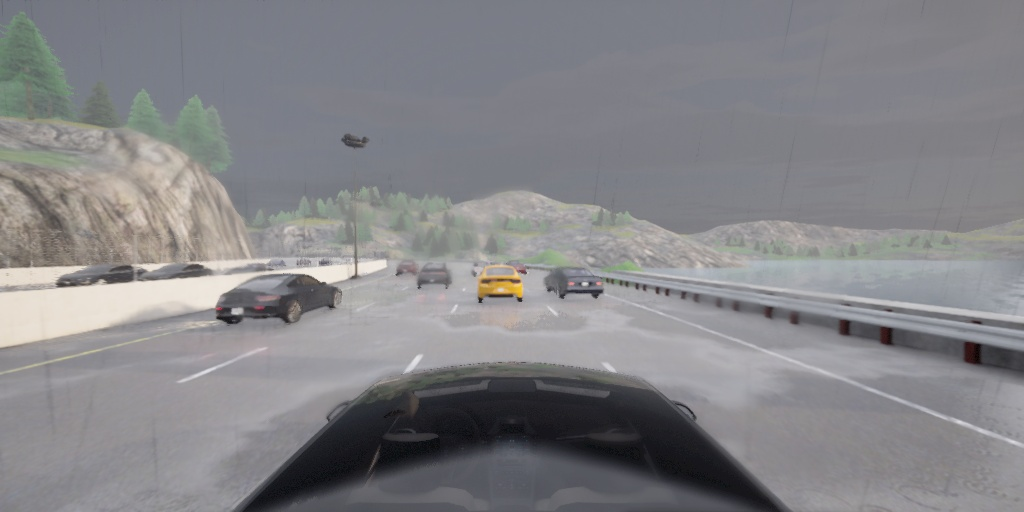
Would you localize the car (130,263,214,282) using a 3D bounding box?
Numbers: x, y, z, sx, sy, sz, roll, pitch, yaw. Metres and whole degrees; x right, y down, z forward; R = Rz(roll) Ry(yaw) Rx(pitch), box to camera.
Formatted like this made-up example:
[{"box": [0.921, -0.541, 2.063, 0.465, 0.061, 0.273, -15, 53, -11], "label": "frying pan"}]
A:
[{"box": [-22.787, 1.261, 24.593, 1.837, 1.490, 4.892, 0, 0, -8], "label": "car"}]

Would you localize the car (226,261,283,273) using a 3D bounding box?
[{"box": [-19.614, 1.291, 27.066, 1.994, 1.385, 4.181, 0, 0, -9], "label": "car"}]

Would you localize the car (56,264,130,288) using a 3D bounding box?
[{"box": [-26.122, 1.287, 23.184, 1.837, 1.490, 4.892, 0, 0, -8], "label": "car"}]

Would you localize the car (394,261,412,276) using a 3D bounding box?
[{"box": [-10.097, 1.161, 34.885, 1.812, 1.442, 4.674, 0, 0, -10], "label": "car"}]

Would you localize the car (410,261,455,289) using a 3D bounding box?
[{"box": [-4.677, 1.162, 22.291, 2.128, 1.511, 4.902, 0, 0, -6], "label": "car"}]

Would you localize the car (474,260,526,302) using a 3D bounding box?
[{"box": [-0.608, 1.155, 16.553, 1.882, 1.535, 5.008, 0, 0, -4], "label": "car"}]

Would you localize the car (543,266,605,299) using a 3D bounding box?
[{"box": [2.845, 1.202, 17.482, 2.033, 1.411, 5.357, 0, 0, -5], "label": "car"}]

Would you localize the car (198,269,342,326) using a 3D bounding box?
[{"box": [-7.269, 1.264, 11.646, 1.812, 1.442, 4.674, 0, 0, -3], "label": "car"}]

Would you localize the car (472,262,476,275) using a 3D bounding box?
[{"box": [-2.761, 1.203, 33.658, 1.895, 1.301, 4.718, 0, 0, -9], "label": "car"}]
